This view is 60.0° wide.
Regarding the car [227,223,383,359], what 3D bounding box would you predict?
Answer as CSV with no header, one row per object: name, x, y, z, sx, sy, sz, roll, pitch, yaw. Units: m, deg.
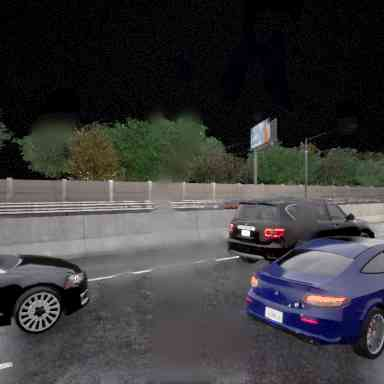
car,2.987,1.529,5.949,4.674,1.442,1.812,0,0,-36

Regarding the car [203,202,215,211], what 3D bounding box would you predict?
car,3.210,1.371,32.304,4.553,1.767,2.097,0,0,-36

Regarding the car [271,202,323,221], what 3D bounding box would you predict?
car,8.801,1.587,27.714,4.181,1.385,1.994,0,0,-36

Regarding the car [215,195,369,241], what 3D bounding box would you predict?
car,3.651,1.227,10.744,5.566,2.045,2.150,0,0,-36

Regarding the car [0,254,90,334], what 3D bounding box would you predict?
car,-4.118,1.491,5.096,4.902,1.511,2.128,0,0,-36
